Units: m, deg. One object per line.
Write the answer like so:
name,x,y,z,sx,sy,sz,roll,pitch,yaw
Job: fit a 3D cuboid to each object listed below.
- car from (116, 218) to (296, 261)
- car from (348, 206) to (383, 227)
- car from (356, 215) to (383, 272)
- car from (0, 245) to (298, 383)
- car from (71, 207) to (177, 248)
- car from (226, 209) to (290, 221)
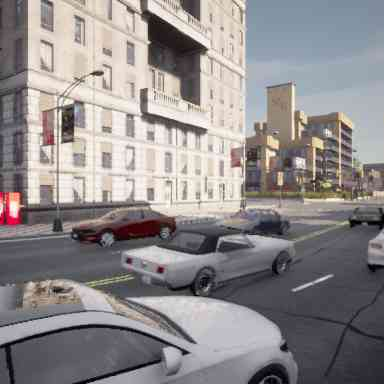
car,0.685,1.595,8.600,4.718,1.301,1.895,0,0,-42
car,11.629,1.591,21.590,1.895,1.301,4.718,0,0,37
car,6.591,1.522,9.773,1.812,1.442,4.674,0,0,43
car,-1.118,1.524,2.766,4.674,1.442,1.812,0,0,-36
car,-2.896,1.465,15.040,1.882,1.535,5.008,0,0,45
car,3.114,1.537,16.418,2.033,1.411,5.357,0,0,40
